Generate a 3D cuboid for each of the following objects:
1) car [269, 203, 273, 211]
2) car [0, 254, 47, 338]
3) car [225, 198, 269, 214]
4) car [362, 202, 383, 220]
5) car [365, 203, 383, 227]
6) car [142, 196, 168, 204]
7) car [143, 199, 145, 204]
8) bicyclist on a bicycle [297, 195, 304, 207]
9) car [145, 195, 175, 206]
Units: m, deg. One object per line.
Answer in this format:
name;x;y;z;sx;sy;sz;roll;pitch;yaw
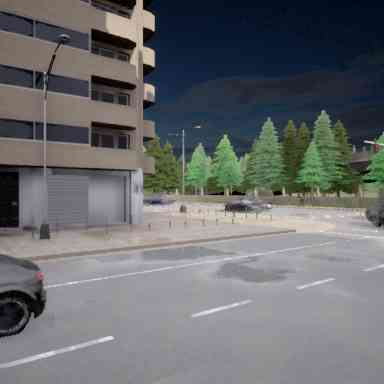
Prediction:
car;7.166;1.437;38.591;2.128;1.511;4.902;0;0;-35
car;-4.509;1.564;5.081;4.181;1.385;1.994;0;0;-35
car;5.404;1.470;34.994;1.812;1.442;4.674;0;0;-35
car;15.885;1.509;26.009;1.994;1.385;4.181;0;0;-35
car;12.578;1.537;19.760;2.033;1.411;5.357;0;0;0
car;-7.164;1.545;64.439;4.718;1.301;1.895;0;0;31
car;-9.770;1.492;53.535;5.357;1.411;2.033;0;0;36
bicyclist on a bicycle;15.139;1.245;46.444;1.656;1.620;0.582;0;0;-35
car;-4.944;1.296;53.973;4.553;1.767;2.097;0;0;41
